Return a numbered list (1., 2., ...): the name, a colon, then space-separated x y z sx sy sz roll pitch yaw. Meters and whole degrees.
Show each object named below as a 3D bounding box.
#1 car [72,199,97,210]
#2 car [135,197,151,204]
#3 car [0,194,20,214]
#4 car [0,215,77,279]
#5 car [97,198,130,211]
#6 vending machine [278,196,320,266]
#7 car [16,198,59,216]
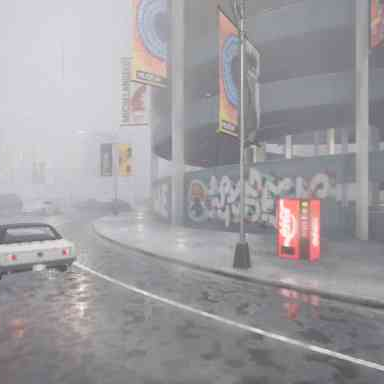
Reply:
1. car: -12.879 1.547 42.360 2.033 1.411 5.357 0 0 20
2. car: -8.893 1.602 64.542 1.895 1.301 4.718 0 0 31
3. car: -18.613 1.221 31.900 2.150 2.045 5.566 0 0 3
4. car: -5.172 1.601 10.105 1.895 1.301 4.718 0 0 -37
5. car: -9.388 1.526 41.204 1.812 1.442 4.674 0 0 18
6. vending machine: 3.482 1.195 10.820 0.880 2.100 1.100 0 0 45
7. car: -14.753 1.526 32.542 1.812 1.442 4.674 0 0 3
